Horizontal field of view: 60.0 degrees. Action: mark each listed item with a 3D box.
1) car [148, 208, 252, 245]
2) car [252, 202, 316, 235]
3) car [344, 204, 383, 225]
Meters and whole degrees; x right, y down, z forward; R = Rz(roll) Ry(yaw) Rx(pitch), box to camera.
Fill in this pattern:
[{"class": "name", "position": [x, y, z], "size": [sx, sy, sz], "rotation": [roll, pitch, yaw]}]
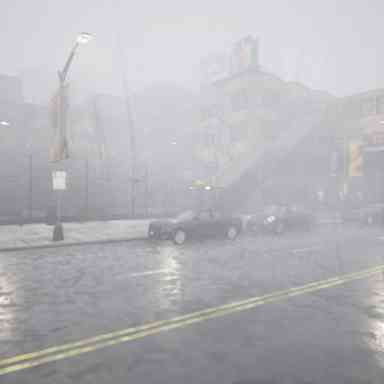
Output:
[{"class": "car", "position": [0.258, 1.568, 16.213], "size": [5.008, 1.535, 2.097], "rotation": [1, 0, -36]}, {"class": "car", "position": [5.409, 1.503, 20.057], "size": [4.553, 1.767, 2.185], "rotation": [1, 0, -36]}, {"class": "car", "position": [14.201, 1.730, 26.285], "size": [4.892, 1.521, 2.231], "rotation": [1, 0, -26]}]
